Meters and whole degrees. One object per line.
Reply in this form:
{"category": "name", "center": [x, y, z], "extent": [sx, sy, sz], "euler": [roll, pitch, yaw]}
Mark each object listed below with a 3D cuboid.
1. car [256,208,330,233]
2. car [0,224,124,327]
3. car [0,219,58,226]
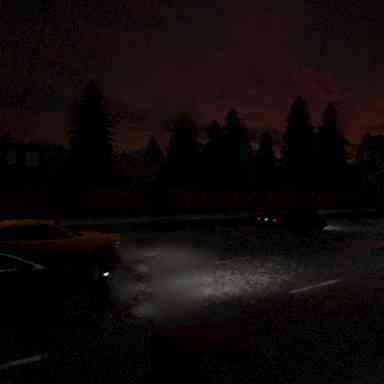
{"category": "car", "center": [6.482, 1.718, 21.211], "extent": [5.357, 1.411, 2.033], "euler": [1, 0, -35]}
{"category": "car", "center": [-3.683, 1.492, 5.419], "extent": [4.902, 1.511, 2.128], "euler": [1, 0, -36]}
{"category": "car", "center": [-4.366, 1.494, 9.230], "extent": [5.008, 1.535, 1.882], "euler": [0, 0, -35]}
